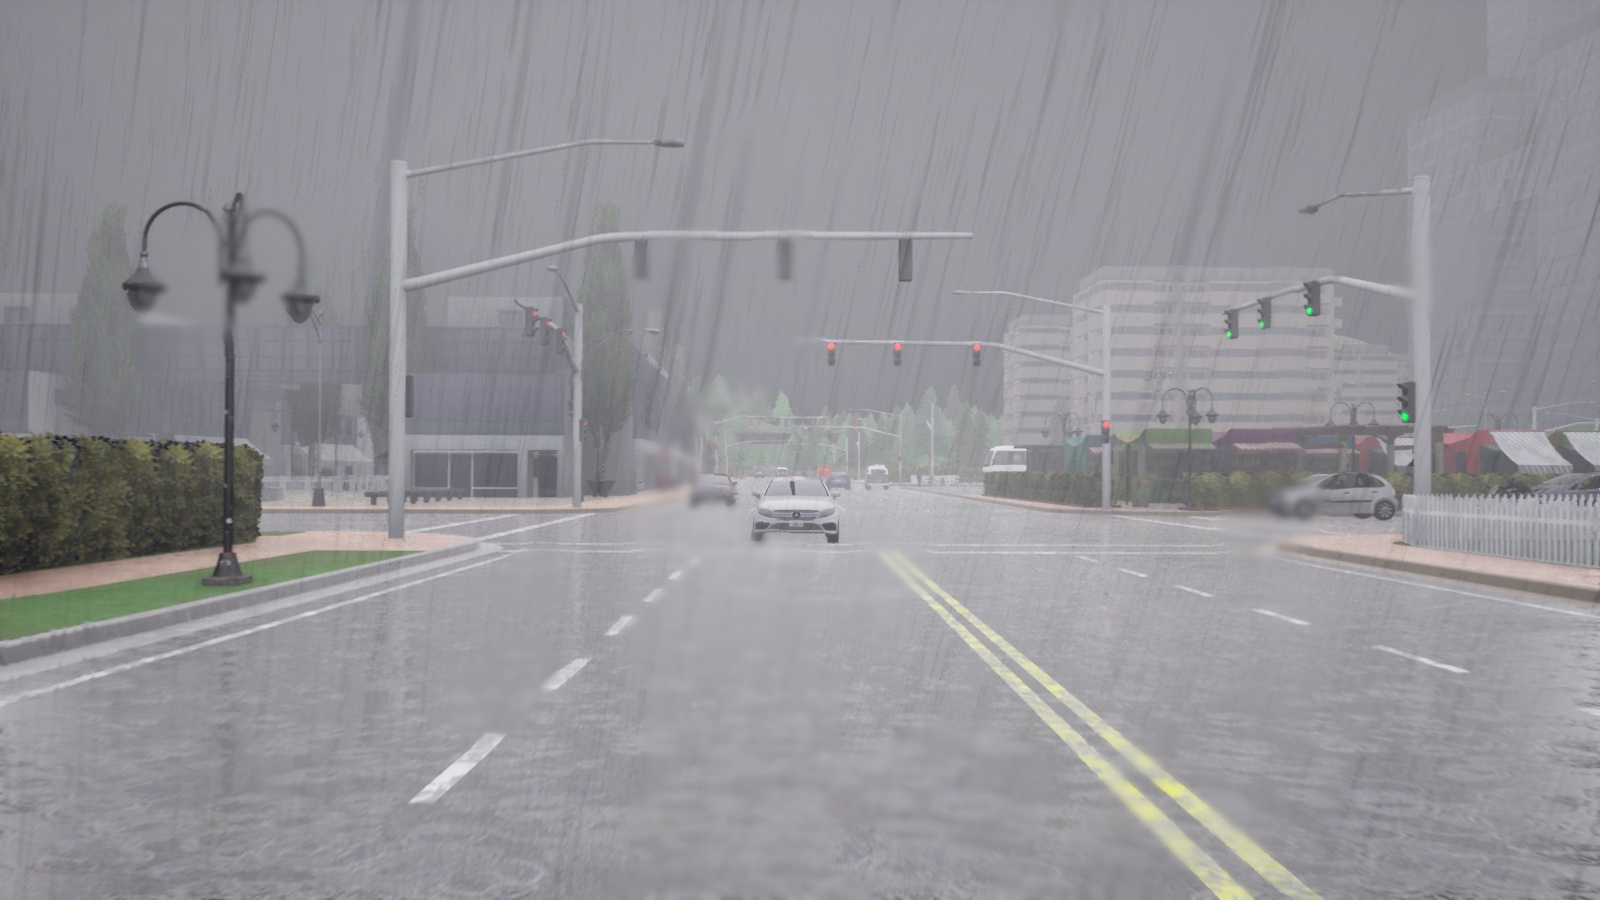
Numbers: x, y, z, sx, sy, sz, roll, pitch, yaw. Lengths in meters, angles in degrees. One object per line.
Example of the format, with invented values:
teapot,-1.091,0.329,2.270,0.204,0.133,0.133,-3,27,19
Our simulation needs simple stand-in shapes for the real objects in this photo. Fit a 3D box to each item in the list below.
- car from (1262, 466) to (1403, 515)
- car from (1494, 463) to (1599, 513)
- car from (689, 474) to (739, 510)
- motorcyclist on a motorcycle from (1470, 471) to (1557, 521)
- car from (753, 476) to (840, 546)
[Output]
car,17.986,1.353,42.521,3.988,1.617,1.851,0,-1,-2
car,26.560,1.268,42.761,4.611,1.667,2.242,0,-1,-2
car,-3.631,1.754,53.730,1.812,1.442,4.674,0,-1,0
motorcyclist on a motorcycle,22.220,1.416,39.135,2.191,1.530,0.866,0,-1,-2
car,-0.070,1.319,28.568,1.812,1.442,4.674,0,-1,0
